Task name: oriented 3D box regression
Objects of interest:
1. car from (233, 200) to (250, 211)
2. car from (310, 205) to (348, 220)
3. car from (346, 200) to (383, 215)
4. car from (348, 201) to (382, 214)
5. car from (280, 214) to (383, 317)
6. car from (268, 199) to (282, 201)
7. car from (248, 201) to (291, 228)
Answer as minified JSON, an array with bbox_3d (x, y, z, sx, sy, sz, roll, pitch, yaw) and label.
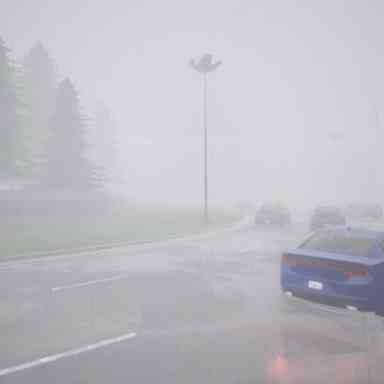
[{"bbox_3d":[6.979,1.780,45.954,1.812,1.442,4.674,0,0,-8],"label":"car"},{"bbox_3d":[8.324,1.586,20.301,1.837,1.490,4.892,1,0,25],"label":"car"},{"bbox_3d":[18.441,1.641,35.585,1.812,1.442,4.674,0,0,0],"label":"car"},{"bbox_3d":[14.733,1.645,29.220,2.033,1.411,5.357,0,0,7],"label":"car"},{"bbox_3d":[3.924,1.505,7.686,1.882,1.535,5.008,0,0,44],"label":"car"},{"bbox_3d":[10.788,1.695,43.947,1.882,1.535,5.008,0,-1,-8],"label":"car"},{"bbox_3d":[5.592,1.605,22.775,2.128,1.511,4.902,0,0,23],"label":"car"}]
